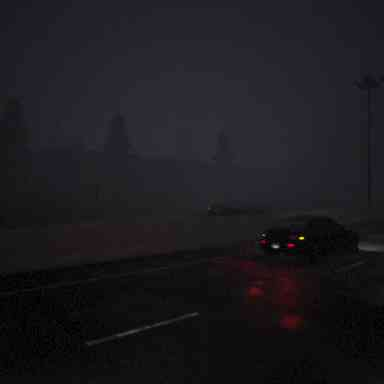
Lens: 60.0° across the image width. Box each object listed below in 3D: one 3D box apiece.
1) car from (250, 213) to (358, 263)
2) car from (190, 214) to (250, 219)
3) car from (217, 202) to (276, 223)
[{"bbox_3d":[4.383,1.559,12.185,4.674,1.442,1.812,0,0,-42],"label":"car"},{"bbox_3d":[1.535,1.532,19.290,4.902,1.511,2.128,0,0,-44],"label":"car"},{"bbox_3d":[4.542,1.610,27.167,2.033,1.411,5.357,0,0,44],"label":"car"}]
